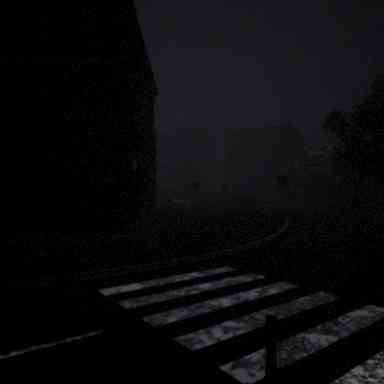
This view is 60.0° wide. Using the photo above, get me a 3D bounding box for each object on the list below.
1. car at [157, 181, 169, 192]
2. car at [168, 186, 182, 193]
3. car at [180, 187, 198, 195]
[{"bbox_3d":[-5.294,-0.821,69.237,1.946,1.575,5.366,6,2,12],"label":"car"},{"bbox_3d":[-2.679,-0.488,67.832,2.002,1.452,4.674,6,2,12],"label":"car"},{"bbox_3d":[-0.103,-0.234,66.233,2.231,1.521,4.892,5,2,12],"label":"car"}]
